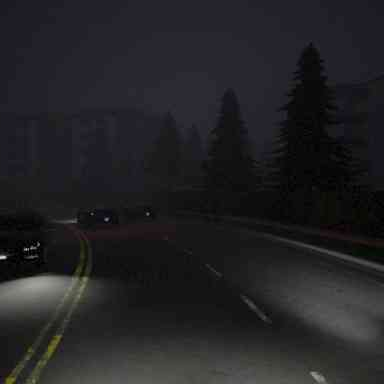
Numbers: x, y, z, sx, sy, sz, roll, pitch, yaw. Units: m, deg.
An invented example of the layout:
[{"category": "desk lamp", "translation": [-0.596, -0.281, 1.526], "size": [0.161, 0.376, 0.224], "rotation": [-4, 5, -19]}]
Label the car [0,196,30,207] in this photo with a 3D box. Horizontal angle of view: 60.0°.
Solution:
[{"category": "car", "translation": [-19.401, 1.173, 35.805], "size": [4.902, 1.511, 2.128], "rotation": [0, 1, 36]}]

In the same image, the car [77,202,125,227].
[{"category": "car", "translation": [-5.971, 1.338, 20.937], "size": [1.812, 1.442, 4.674], "rotation": [0, 0, -29]}]

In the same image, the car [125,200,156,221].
[{"category": "car", "translation": [-4.252, 1.304, 24.770], "size": [1.812, 1.442, 4.674], "rotation": [0, 1, -32]}]

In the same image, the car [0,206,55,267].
[{"category": "car", "translation": [-5.597, 1.408, 10.829], "size": [1.837, 1.490, 4.892], "rotation": [0, 0, -18]}]
